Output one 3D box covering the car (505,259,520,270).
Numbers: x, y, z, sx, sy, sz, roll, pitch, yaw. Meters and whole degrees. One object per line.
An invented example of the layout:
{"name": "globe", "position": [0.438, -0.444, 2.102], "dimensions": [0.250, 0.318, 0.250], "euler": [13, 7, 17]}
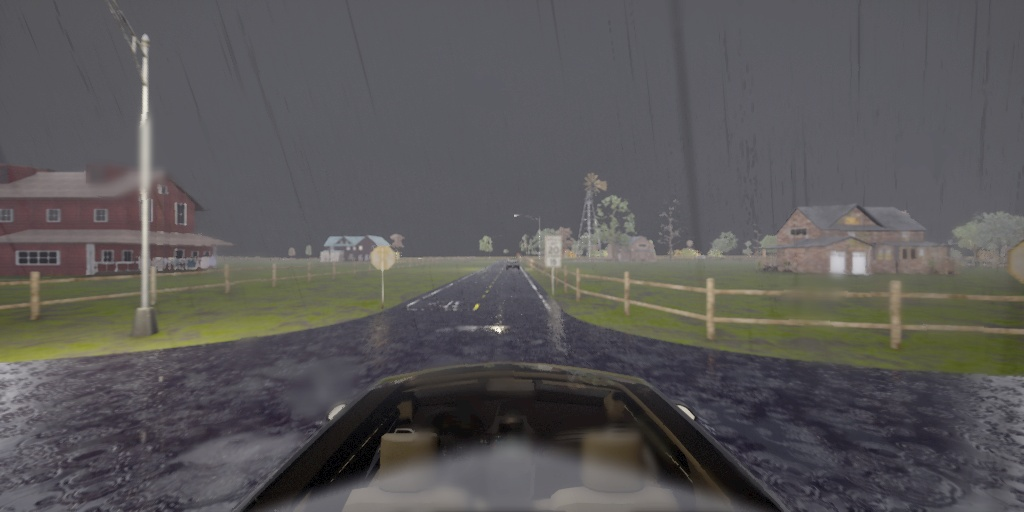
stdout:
{"name": "car", "position": [0.124, 1.116, 48.749], "dimensions": [1.837, 1.490, 4.892], "euler": [0, 0, 0]}
